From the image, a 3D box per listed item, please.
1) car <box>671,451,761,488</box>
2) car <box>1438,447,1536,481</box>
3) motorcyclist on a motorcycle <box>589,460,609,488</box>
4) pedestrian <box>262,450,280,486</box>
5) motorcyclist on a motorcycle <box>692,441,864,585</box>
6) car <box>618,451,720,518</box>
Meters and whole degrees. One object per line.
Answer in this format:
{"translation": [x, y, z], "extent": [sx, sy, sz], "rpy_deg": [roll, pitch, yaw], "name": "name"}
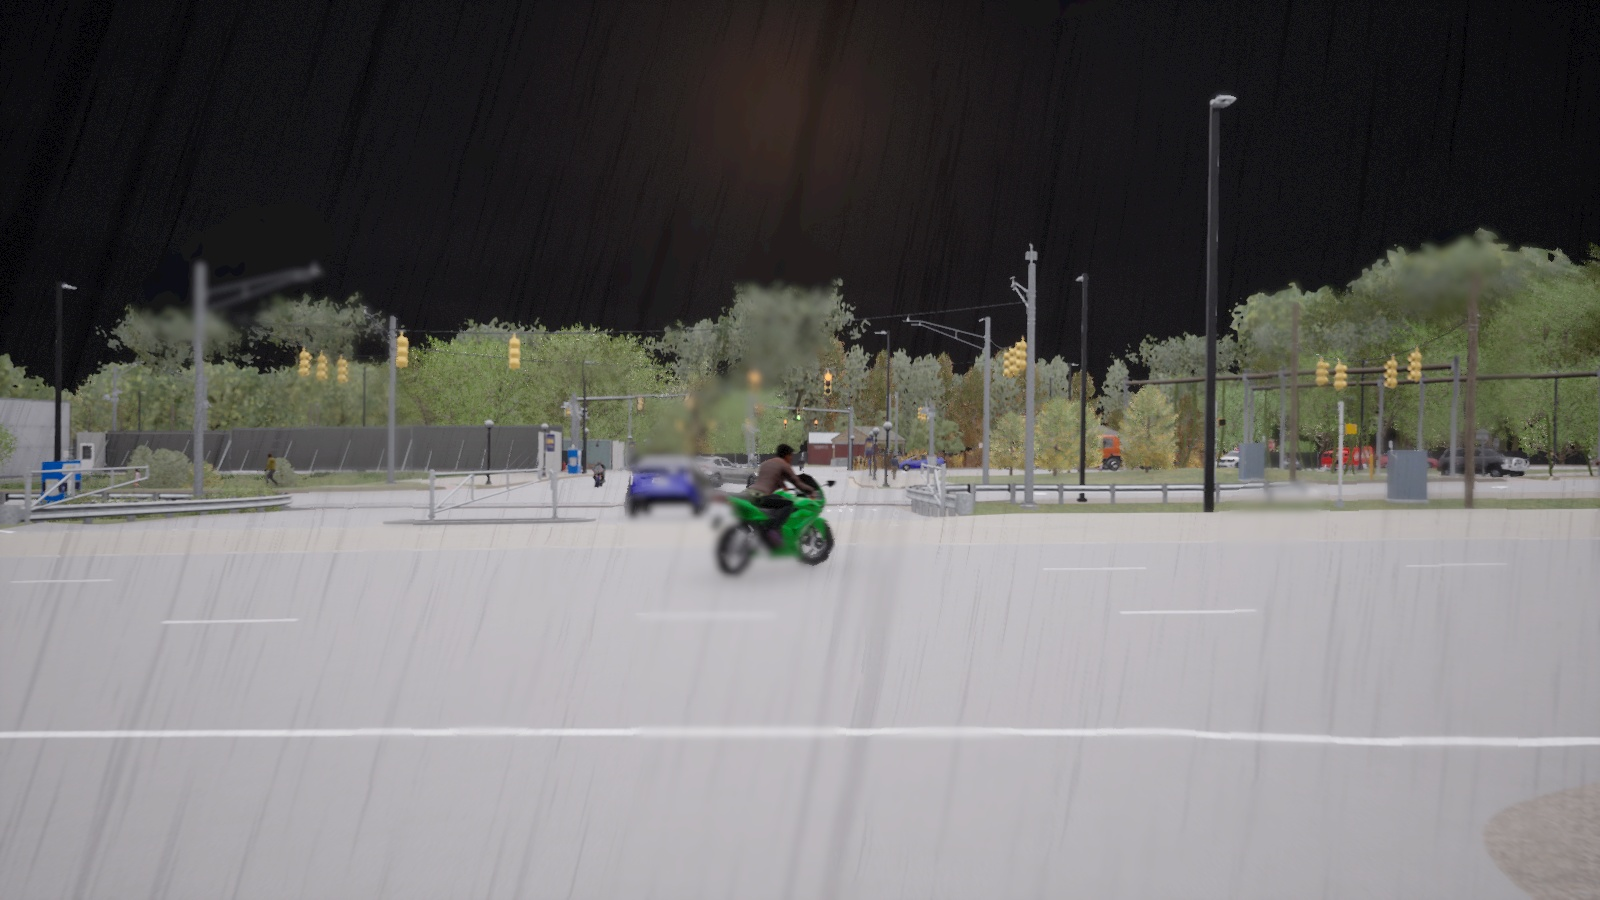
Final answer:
{"translation": [-4.250, 1.028, 64.202], "extent": [2.152, 1.651, 5.027], "rpy_deg": [2, -2, 29], "name": "car"}
{"translation": [38.722, 0.796, 70.884], "extent": [1.932, 1.855, 4.605], "rpy_deg": [1, -1, -24], "name": "car"}
{"translation": [-11.170, 1.335, 69.857], "extent": [0.866, 1.530, 2.191], "rpy_deg": [0, 0, -3], "name": "motorcyclist on a motorcycle"}
{"translation": [-27.028, 0.930, 64.127], "extent": [0.726, 1.835, 0.370], "rpy_deg": [1, 0, 0], "name": "pedestrian"}
{"translation": [-0.223, 0.678, 14.614], "extent": [0.797, 1.523, 2.044], "rpy_deg": [3, 3, 42], "name": "motorcyclist on a motorcycle"}
{"translation": [-3.194, 0.856, 31.505], "extent": [2.007, 1.525, 4.514], "rpy_deg": [-1, -1, 1], "name": "car"}
